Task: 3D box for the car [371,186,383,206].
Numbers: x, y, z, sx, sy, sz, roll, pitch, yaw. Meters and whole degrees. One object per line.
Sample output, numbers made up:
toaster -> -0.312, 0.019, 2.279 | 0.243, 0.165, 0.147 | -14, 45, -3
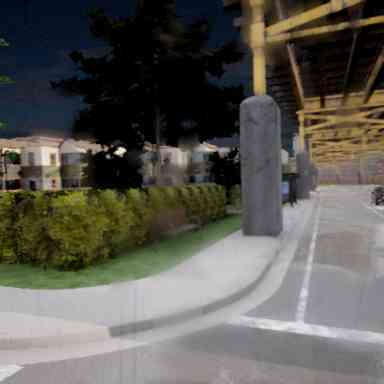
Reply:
car -> 16.424, 0.261, 28.266 | 1.837, 1.490, 4.892 | -1, 2, 22
